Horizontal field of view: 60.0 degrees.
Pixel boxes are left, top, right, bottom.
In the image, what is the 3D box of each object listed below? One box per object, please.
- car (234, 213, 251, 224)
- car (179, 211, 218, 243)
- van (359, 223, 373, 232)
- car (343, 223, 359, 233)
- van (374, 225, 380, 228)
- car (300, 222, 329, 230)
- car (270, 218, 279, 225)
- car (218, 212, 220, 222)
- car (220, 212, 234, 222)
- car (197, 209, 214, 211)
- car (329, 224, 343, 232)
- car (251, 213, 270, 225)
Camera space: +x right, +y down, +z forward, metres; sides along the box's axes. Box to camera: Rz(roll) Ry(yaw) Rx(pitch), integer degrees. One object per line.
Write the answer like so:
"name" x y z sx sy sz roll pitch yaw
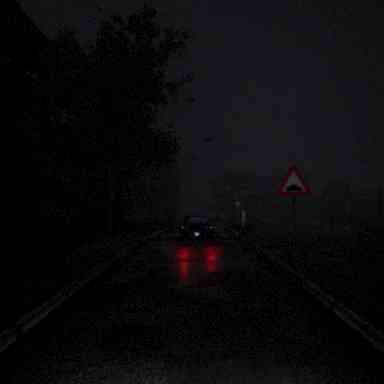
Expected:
"car" 7.831 4.667 60.212 2.185 1.767 4.553 7 -6 -30
"car" 0.288 1.954 18.524 1.812 1.442 4.674 0 -2 1
"van" 31.627 6.989 64.201 1.878 1.987 4.442 8 -6 -29
"car" 28.485 6.918 63.956 1.946 1.575 5.366 7 -6 -29
"van" 34.601 7.291 64.691 1.878 1.987 4.442 8 -6 -29
"car" 22.633 6.350 62.803 2.002 1.452 4.674 7 -5 -29
"car" 13.661 5.406 61.450 1.946 1.575 5.366 8 -6 -30
"car" 1.979 4.094 59.138 2.435 2.045 5.566 2 -4 -30
"car" 4.858 4.403 59.720 2.185 1.767 4.553 5 -5 -31
"car" 0.914 2.667 31.618 1.882 1.535 5.008 0 -4 5
"car" 25.603 6.653 63.308 2.002 1.452 4.674 8 -6 -29
"car" 10.828 4.849 60.766 2.435 2.045 5.566 8 -6 -30
